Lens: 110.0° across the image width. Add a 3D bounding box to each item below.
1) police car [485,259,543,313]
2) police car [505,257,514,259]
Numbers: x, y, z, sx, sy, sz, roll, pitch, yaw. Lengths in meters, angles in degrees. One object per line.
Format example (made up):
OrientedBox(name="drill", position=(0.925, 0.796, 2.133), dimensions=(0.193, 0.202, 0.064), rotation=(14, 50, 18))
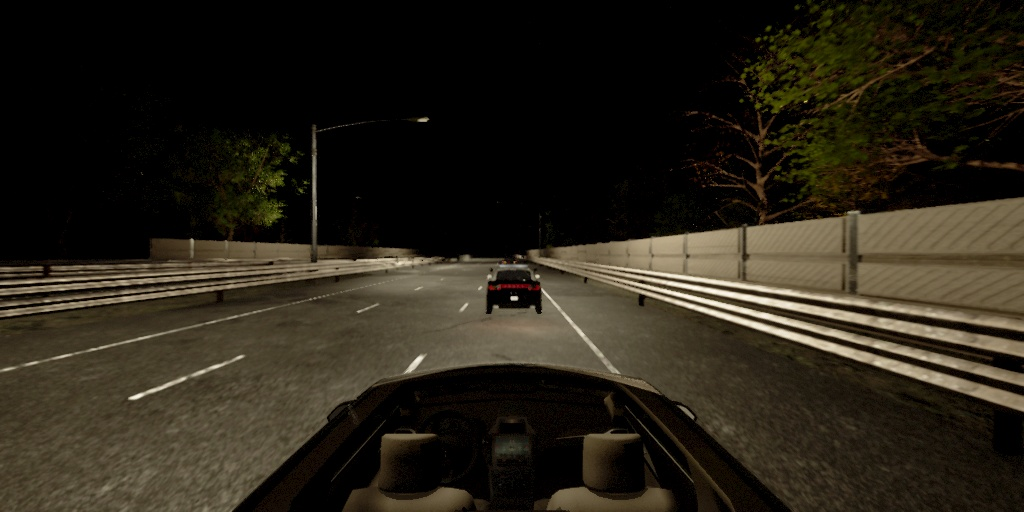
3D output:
OrientedBox(name="police car", position=(0.058, 1.086, 13.696), dimensions=(1.930, 1.638, 5.238), rotation=(0, 0, 0))
OrientedBox(name="police car", position=(-0.323, 0.921, 44.520), dimensions=(2.038, 1.542, 4.974), rotation=(0, 0, -1))
